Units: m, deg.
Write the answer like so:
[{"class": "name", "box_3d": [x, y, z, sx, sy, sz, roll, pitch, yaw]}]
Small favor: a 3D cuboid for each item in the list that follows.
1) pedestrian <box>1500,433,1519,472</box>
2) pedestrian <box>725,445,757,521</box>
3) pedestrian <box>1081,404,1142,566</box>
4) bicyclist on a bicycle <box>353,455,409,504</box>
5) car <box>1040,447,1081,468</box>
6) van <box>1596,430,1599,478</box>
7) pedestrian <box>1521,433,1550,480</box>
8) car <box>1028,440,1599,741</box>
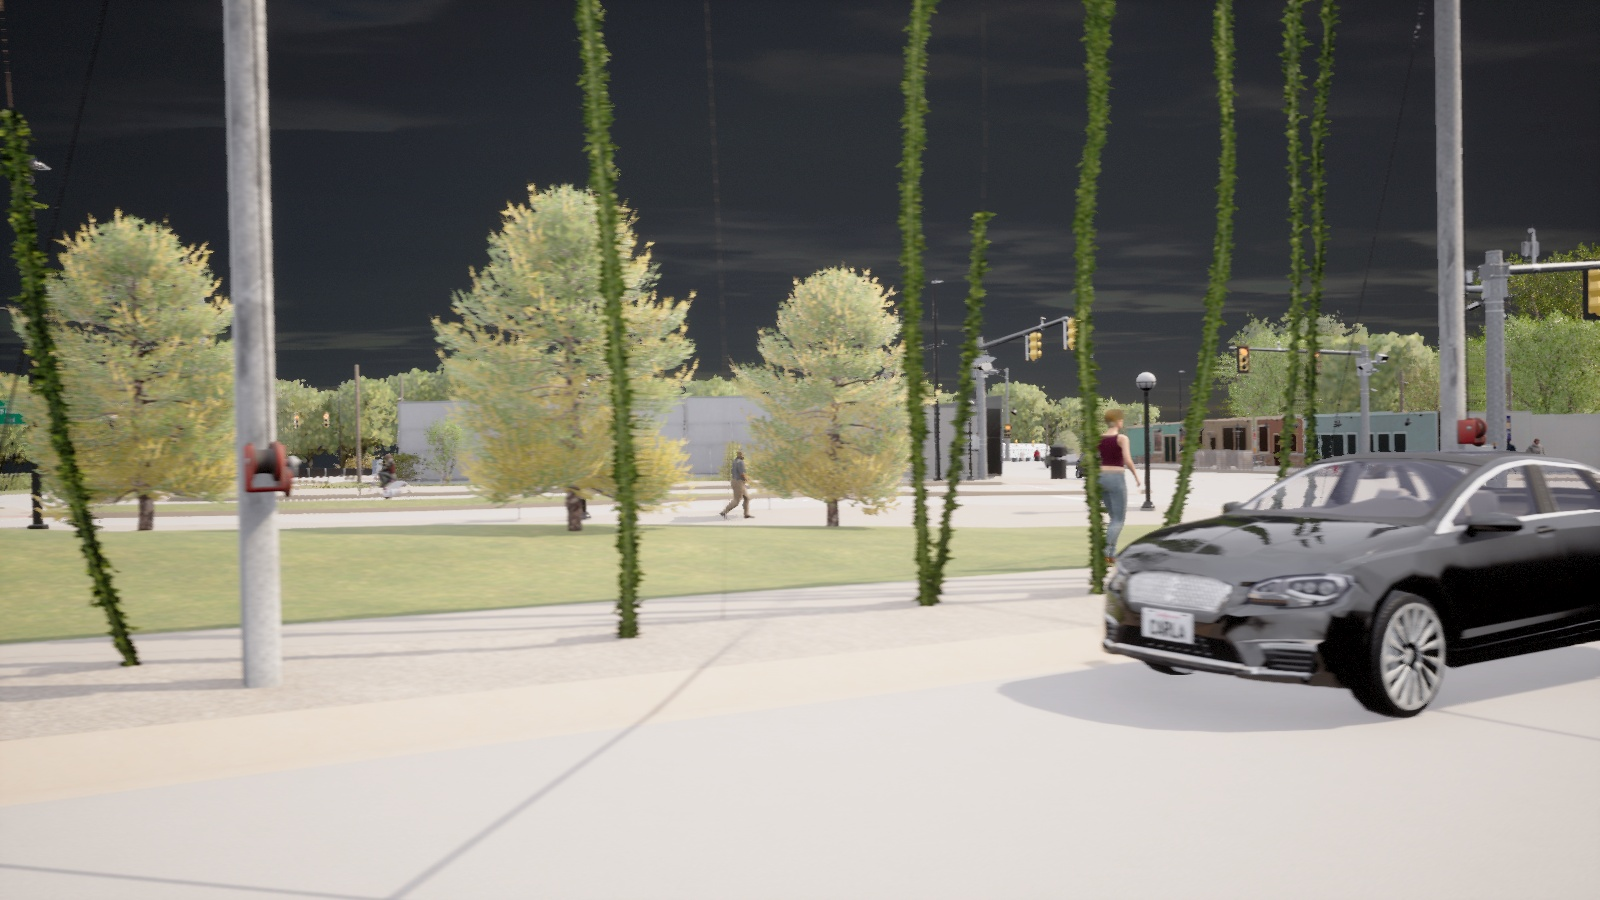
[{"class": "pedestrian", "box_3d": [34.189, 0.118, 60.513, 0.726, 1.835, 0.370, -2, 1, -20]}, {"class": "pedestrian", "box_3d": [-1.469, 0.815, 31.103, 0.694, 1.848, 0.540, -2, 1, -7]}, {"class": "pedestrian", "box_3d": [3.622, 0.391, 14.596, 0.594, 1.836, 0.345, -2, 1, -34]}, {"class": "bicyclist on a bicycle", "box_3d": [-15.522, 1.095, 46.539, 1.843, 1.776, 0.659, -1, 0, -8]}, {"class": "car", "box_3d": [19.510, 0.574, 94.051, 1.845, 1.501, 3.633, -2, 0, -8]}, {"class": "van", "box_3d": [36.573, 0.179, 53.234, 4.480, 2.038, 2.069, 0, -1, -9]}, {"class": "pedestrian", "box_3d": [31.093, 0.253, 53.080, 0.659, 1.952, 0.873, -1, 1, 0]}, {"class": "car", "box_3d": [4.119, 0.697, 8.508, 4.902, 1.511, 2.128, 0, 0, -32]}]
